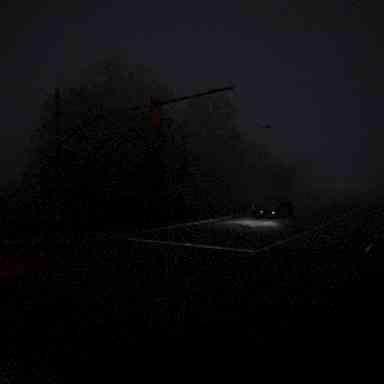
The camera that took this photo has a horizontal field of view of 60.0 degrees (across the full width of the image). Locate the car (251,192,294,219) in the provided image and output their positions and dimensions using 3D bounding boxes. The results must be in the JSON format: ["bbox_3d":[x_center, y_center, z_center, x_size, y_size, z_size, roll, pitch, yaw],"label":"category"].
[{"bbox_3d":[7.099,1.112,28.905,2.150,2.045,5.566,-1,2,34],"label":"car"}]
